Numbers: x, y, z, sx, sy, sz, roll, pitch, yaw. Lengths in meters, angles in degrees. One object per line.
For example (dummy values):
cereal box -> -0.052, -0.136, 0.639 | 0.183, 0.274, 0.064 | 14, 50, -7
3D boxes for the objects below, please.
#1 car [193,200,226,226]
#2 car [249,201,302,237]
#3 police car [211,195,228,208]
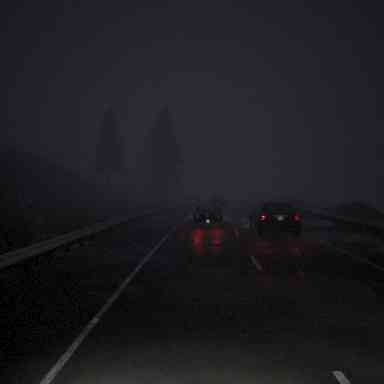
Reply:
car -> 1.154, 1.486, 22.545 | 1.895, 1.301, 4.718 | 0, 0, 5
car -> 4.306, 1.264, 17.784 | 2.097, 1.767, 4.553 | 0, 0, 4
police car -> 3.396, 1.216, 41.349 | 1.930, 1.638, 5.238 | 0, 0, 9
